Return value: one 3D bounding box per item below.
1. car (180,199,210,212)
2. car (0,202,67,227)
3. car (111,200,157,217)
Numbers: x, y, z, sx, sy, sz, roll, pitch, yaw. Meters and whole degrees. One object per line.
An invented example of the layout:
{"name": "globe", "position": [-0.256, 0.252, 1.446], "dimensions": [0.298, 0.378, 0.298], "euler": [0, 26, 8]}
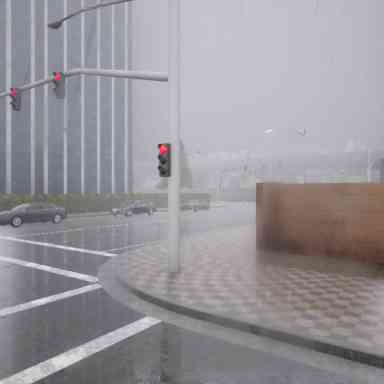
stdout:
{"name": "car", "position": [0.415, 1.564, 39.099], "dimensions": [1.994, 1.385, 4.181], "euler": [0, 0, 35]}
{"name": "car", "position": [-11.062, 1.505, 22.959], "dimensions": [1.837, 1.490, 4.892], "euler": [0, 0, 35]}
{"name": "car", "position": [-5.357, 1.491, 30.992], "dimensions": [2.128, 1.511, 4.902], "euler": [0, 0, 35]}
